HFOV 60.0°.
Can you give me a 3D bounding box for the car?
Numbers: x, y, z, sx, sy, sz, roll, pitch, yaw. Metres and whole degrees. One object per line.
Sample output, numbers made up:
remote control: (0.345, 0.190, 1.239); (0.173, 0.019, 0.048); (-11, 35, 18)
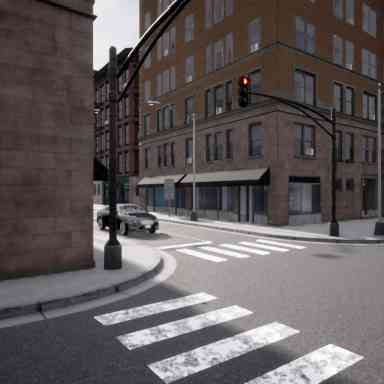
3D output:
car: (-3.618, 1.395, 18.157); (2.128, 1.511, 4.902); (0, 0, -37)
